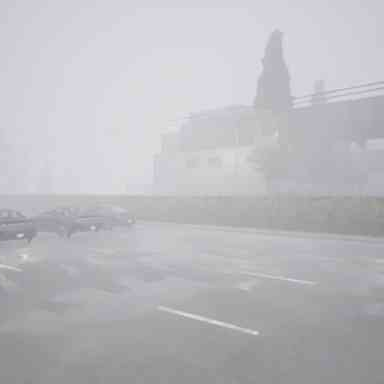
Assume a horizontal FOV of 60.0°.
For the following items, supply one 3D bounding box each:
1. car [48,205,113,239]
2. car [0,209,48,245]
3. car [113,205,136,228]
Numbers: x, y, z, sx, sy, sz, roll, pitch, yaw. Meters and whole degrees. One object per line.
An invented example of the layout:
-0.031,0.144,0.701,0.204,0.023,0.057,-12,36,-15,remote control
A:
-6.714,1.499,17.377,4.902,1.511,2.128,0,0,36,car
-8.741,1.499,14.524,4.902,1.511,2.128,0,0,36,car
-5.519,1.534,20.821,4.674,1.442,1.812,0,0,35,car
